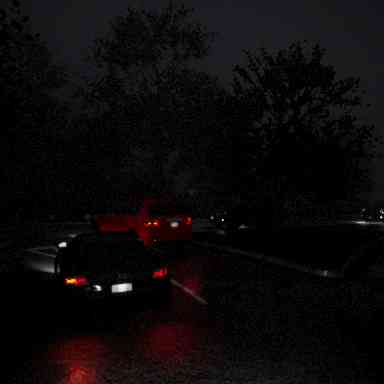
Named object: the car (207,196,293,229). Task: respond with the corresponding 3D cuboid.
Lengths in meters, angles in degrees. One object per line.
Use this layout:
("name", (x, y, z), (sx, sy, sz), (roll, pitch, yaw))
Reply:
("car", (3.745, 1.282, 22.005), (5.566, 2.045, 2.150), (1, 0, -26))

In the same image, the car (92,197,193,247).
("car", (-2.256, 1.221, 13.638), (2.150, 2.045, 5.566), (0, 0, -38))

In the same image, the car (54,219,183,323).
("car", (-1.933, 1.563, 7.385), (1.994, 1.385, 4.181), (0, 0, -23))

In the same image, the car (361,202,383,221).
("car", (16.885, 1.628, 29.287), (4.553, 1.767, 2.097), (1, -1, -34))

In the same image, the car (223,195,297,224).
("car", (5.448, 1.321, 26.420), (5.566, 2.045, 2.150), (1, 0, -27))
